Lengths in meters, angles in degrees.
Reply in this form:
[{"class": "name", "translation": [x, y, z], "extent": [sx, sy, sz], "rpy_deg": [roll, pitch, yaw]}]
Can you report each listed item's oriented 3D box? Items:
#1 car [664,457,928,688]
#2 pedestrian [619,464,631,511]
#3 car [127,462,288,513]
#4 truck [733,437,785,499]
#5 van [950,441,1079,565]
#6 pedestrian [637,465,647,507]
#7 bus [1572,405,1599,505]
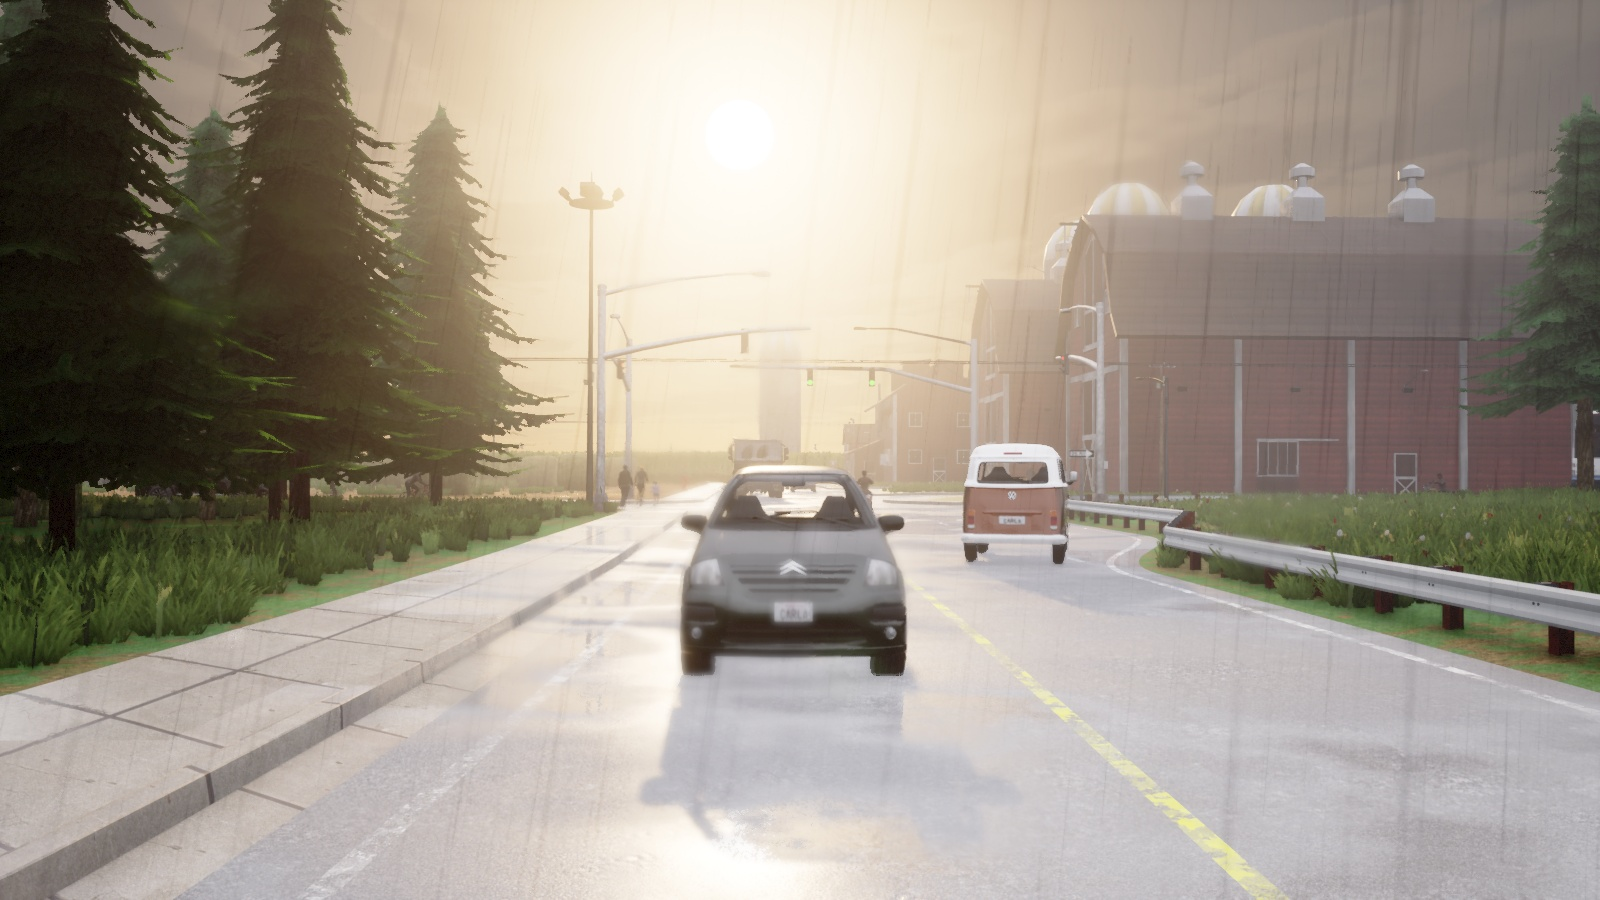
[{"class": "car", "translation": [-0.058, 0.894, 10.830], "extent": [1.851, 1.617, 3.988], "rpy_deg": [0, -1, -1]}, {"class": "pedestrian", "translation": [-6.962, 1.500, 49.993], "extent": [0.353, 1.847, 0.614], "rpy_deg": [0, -1, 4]}, {"class": "car", "translation": [-24.169, 1.518, 51.378], "extent": [5.566, 2.045, 2.150], "rpy_deg": [0, -1, -1]}, {"class": "truck", "translation": [-2.453, 1.075, 73.816], "extent": [2.891, 3.462, 7.936], "rpy_deg": [0, -1, -2]}, {"class": "van", "translation": [4.029, 0.907, 23.007], "extent": [2.069, 2.038, 4.480], "rpy_deg": [0, -1, 13]}, {"class": "pedestrian", "translation": [-6.983, 1.594, 55.586], "extent": [0.331, 1.846, 0.634], "rpy_deg": [0, -1, 4]}, {"class": "bus", "translation": [38.868, 0.195, 52.865], "extent": [10.273, 4.253, 3.944], "rpy_deg": [0, -1, -1]}]
